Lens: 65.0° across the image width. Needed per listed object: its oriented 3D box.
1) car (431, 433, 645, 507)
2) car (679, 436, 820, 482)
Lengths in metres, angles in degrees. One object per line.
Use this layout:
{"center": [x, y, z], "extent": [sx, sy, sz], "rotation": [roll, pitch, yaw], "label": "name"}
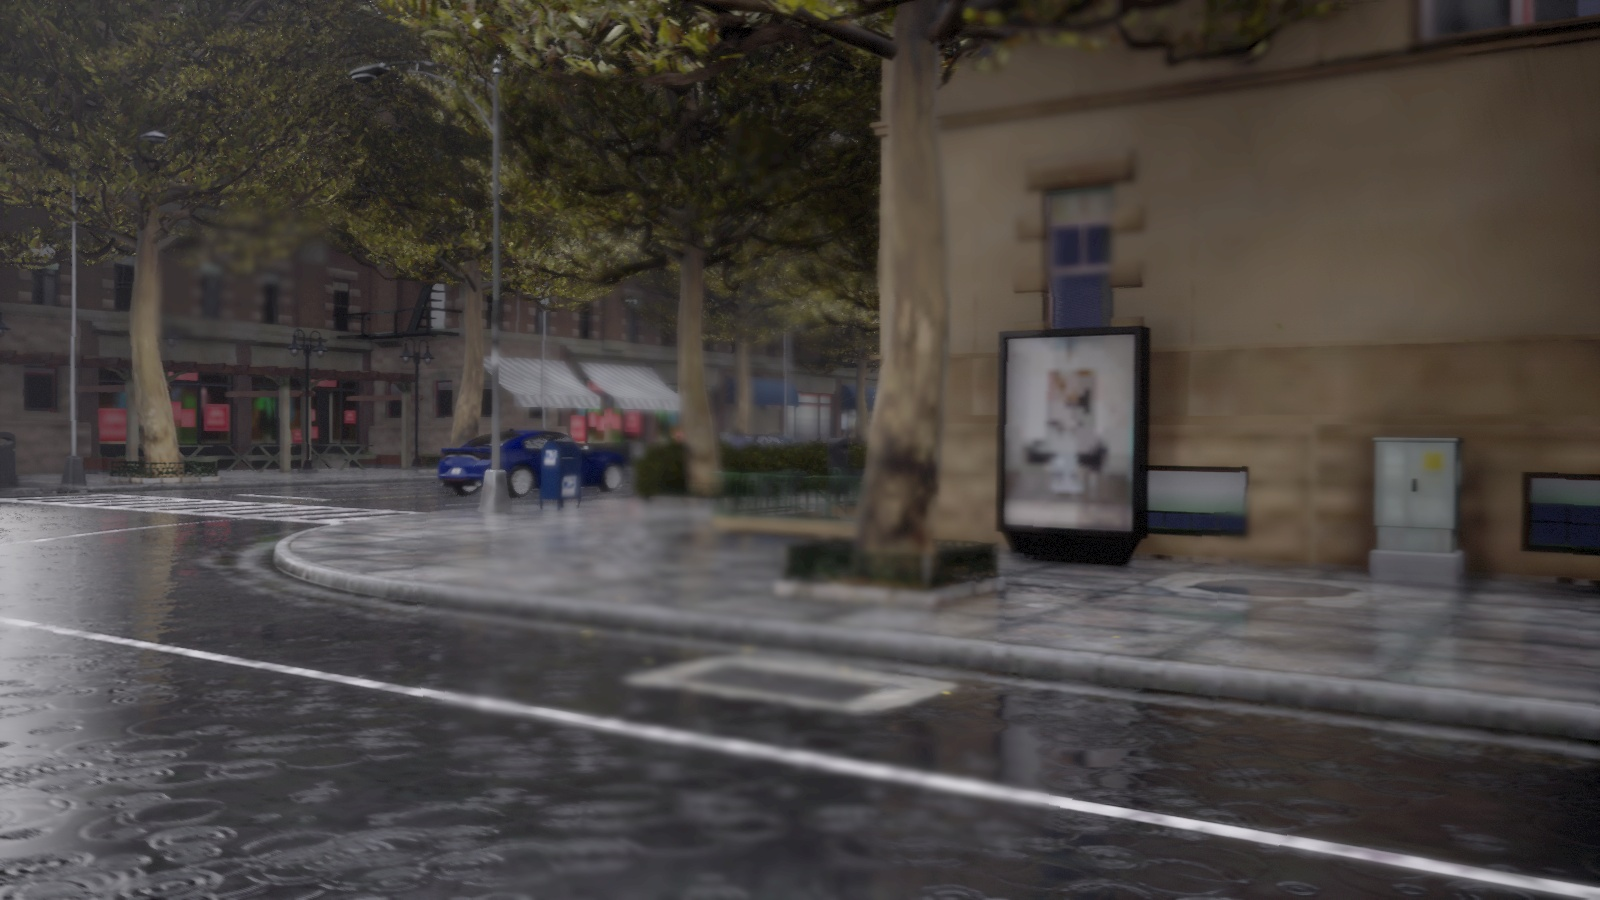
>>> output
{"center": [-5.970, 0.396, 29.226], "extent": [1.882, 1.535, 5.008], "rotation": [0, 1, 33], "label": "car"}
{"center": [-1.602, 0.251, 42.438], "extent": [2.033, 1.411, 5.357], "rotation": [0, 1, 33], "label": "car"}
